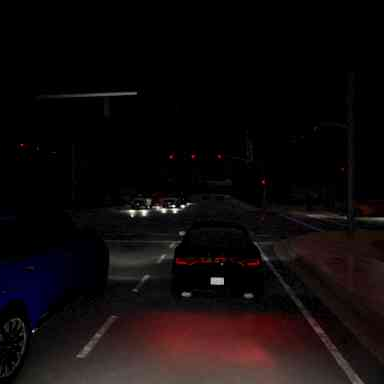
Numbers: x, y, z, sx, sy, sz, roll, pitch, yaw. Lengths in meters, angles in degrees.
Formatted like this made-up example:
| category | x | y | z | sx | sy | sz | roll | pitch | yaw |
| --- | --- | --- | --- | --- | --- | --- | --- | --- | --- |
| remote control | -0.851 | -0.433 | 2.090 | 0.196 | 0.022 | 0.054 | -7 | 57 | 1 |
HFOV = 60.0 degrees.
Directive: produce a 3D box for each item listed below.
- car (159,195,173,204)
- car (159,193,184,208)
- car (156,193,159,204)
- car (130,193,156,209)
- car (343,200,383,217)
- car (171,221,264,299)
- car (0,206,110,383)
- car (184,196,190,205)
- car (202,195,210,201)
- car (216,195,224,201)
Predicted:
| category | x | y | z | sx | sy | sz | roll | pitch | yaw |
| --- | --- | --- | --- | --- | --- | --- | --- | --- | --- |
| car | -5.036 | 1.478 | 65.621 | 1.882 | 1.535 | 5.008 | 0 | 0 | 5 |
| car | -2.940 | 1.221 | 48.879 | 2.150 | 2.045 | 5.566 | 0 | 0 | 4 |
| car | -5.900 | 1.221 | 55.576 | 2.150 | 2.045 | 5.566 | 0 | 0 | 5 |
| car | -6.767 | 1.221 | 45.265 | 2.150 | 2.045 | 5.566 | 0 | 0 | 3 |
| car | 16.717 | 1.478 | 30.924 | 5.008 | 1.535 | 1.882 | 0 | 0 | 5 |
| car | 0.636 | 1.478 | 8.549 | 1.882 | 1.535 | 5.008 | 0 | 0 | 4 |
| car | -3.081 | 1.221 | 5.436 | 2.150 | 2.045 | 5.566 | 0 | 0 | 3 |
| car | -2.139 | 1.352 | 58.536 | 2.097 | 1.767 | 4.553 | 0 | 0 | 5 |
| car | 3.561 | 1.524 | 84.681 | 1.812 | 1.442 | 4.674 | 0 | 0 | 5 |
| car | 7.078 | 1.553 | 84.746 | 1.994 | 1.385 | 4.181 | 0 | 0 | 5 |
